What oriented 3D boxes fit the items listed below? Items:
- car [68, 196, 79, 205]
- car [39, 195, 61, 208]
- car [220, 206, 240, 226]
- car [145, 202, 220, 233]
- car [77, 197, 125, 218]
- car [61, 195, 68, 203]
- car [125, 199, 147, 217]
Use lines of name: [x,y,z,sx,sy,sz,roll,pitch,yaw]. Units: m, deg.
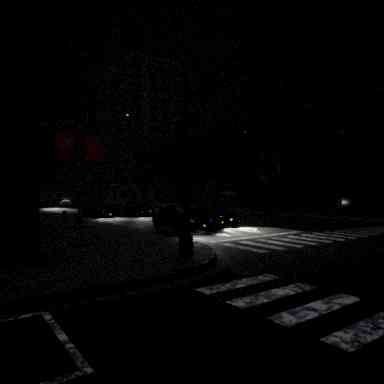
car: [-19.097,1.508,56.570,1.895,1.301,4.718,0,0,-36]
car: [-21.032,1.419,47.946,2.128,1.511,4.902,0,0,-36]
car: [1.291,1.536,22.346,1.994,1.385,4.181,0,0,-36]
car: [-0.689,1.504,19.568,1.812,1.442,4.674,0,0,-36]
car: [-8.423,1.505,30.284,2.033,1.411,5.357,0,0,-36]
car: [-25.171,1.379,64.998,2.128,1.511,4.902,0,0,-36]
car: [-5.032,1.461,31.129,1.837,1.490,4.892,0,0,-36]
